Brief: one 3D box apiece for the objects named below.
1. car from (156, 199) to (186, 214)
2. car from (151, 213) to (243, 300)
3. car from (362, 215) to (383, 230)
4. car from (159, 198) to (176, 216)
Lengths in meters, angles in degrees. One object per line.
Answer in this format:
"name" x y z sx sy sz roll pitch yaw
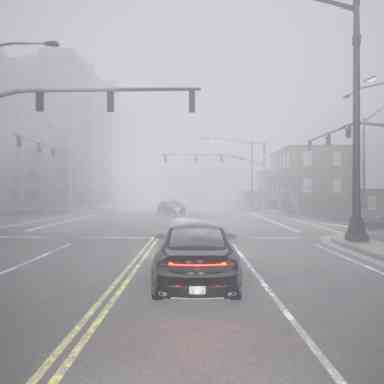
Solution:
"car" -2.105 1.436 31.644 2.128 1.511 4.902 -1 0 -21
"car" 0.095 1.505 8.353 1.837 1.490 4.892 0 0 0
"car" 16.051 2.654 28.237 4.181 1.385 1.994 8 0 0
"car" -3.629 2.364 50.218 2.150 2.045 5.566 0 -9 0
